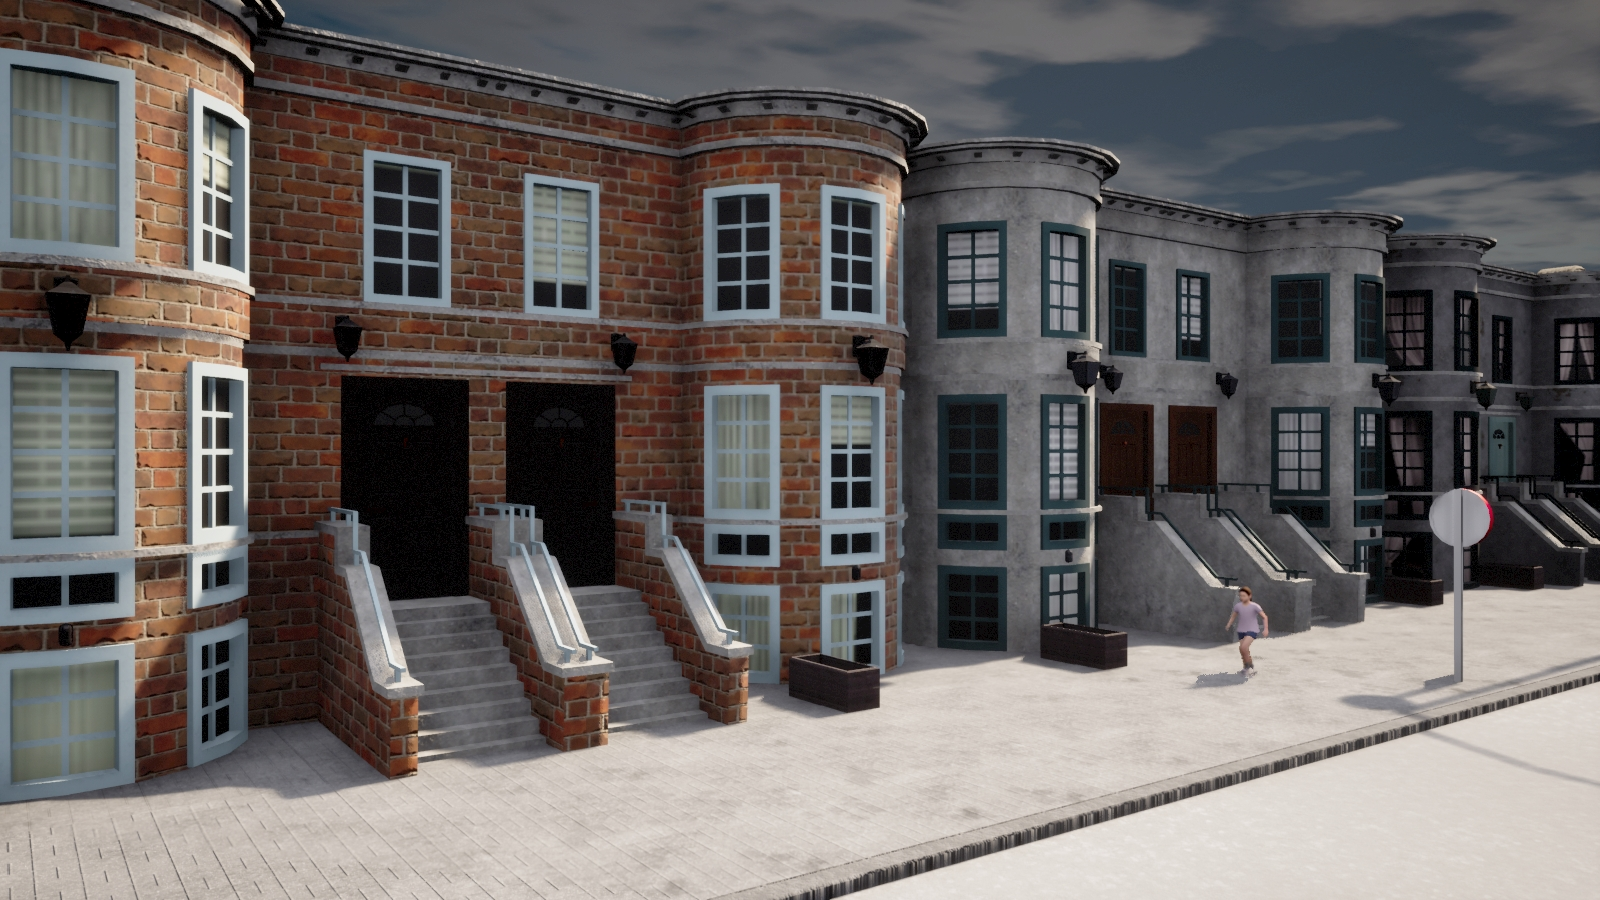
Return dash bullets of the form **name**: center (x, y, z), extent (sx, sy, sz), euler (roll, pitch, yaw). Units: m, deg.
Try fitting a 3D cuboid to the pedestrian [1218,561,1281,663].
- **pedestrian**: center (5.326, 1.904, 13.545), extent (0.500, 1.100, 0.500), euler (0, 0, -37)
